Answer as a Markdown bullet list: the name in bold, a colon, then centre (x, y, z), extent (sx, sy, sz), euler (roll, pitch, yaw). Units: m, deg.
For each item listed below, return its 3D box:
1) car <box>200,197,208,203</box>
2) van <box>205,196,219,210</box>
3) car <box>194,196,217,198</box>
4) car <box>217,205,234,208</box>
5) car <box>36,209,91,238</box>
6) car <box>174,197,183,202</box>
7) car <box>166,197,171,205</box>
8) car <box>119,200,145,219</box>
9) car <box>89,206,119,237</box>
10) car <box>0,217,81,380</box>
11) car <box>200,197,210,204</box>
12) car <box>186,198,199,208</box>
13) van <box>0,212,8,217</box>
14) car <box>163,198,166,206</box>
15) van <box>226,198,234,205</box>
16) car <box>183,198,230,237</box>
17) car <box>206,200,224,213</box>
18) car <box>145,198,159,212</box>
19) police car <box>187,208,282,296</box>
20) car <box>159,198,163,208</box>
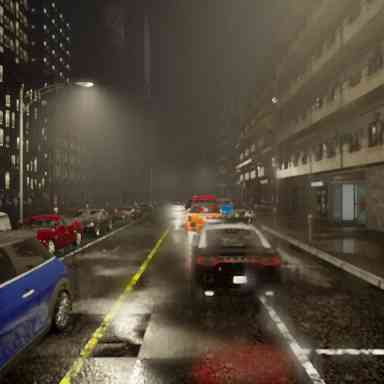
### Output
- **car**: centre (2.808, 1.868, 79.326), extent (1.752, 1.417, 4.829), euler (0, 0, 0)
- **van**: centre (2.757, 1.524, 46.020), extent (1.690, 1.788, 3.998), euler (0, 0, 0)
- **car**: centre (0.938, 1.316, 24.771), extent (2.150, 2.045, 5.566), euler (0, 0, 0)
- **car**: centre (2.716, 1.617, 18.406), extent (2.008, 1.369, 4.403), euler (0, 0, 0)
- **car**: centre (-5.673, 1.590, 12.896), extent (1.887, 1.381, 4.507), euler (0, 0, 0)
- **car**: centre (-2.869, 1.943, 86.177), extent (1.994, 1.385, 4.181), euler (0, 0, 0)
- **car**: centre (-5.598, 1.824, 62.602), extent (1.947, 1.339, 4.313), euler (0, 0, 0)
- **car**: centre (-5.649, 1.551, 29.466), extent (1.967, 1.590, 4.097), euler (0, 0, 0)
- **car**: centre (-5.665, 1.632, 18.419), extent (1.947, 1.339, 4.313), euler (0, 0, 0)
- **car**: centre (-3.094, 1.365, 3.730), extent (2.097, 1.767, 4.553), euler (0, 0, 0)
- **car**: centre (2.799, 1.879, 73.634), extent (1.947, 1.339, 4.313), euler (0, 0, 0)
- **car**: centre (0.084, 1.768, 54.329), extent (2.033, 1.411, 5.357), euler (0, 0, 0)
- **van**: centre (-5.682, 1.367, 7.374), extent (1.690, 1.788, 3.998), euler (0, 0, 0)
- **car**: centre (-5.615, 1.648, 51.557), extent (1.967, 1.590, 4.097), euler (0, 0, 0)
- **van**: centre (2.732, 1.452, 29.453), extent (1.690, 1.788, 3.998), euler (0, 0, 0)
- **car**: centre (0.685, 1.414, 18.705), extent (2.097, 1.767, 4.553), euler (0, 0, 0)
- **car**: centre (2.749, 1.703, 40.497), extent (1.887, 1.381, 4.507), euler (0, 0, 0)
- **car**: centre (-5.632, 1.709, 40.510), extent (2.008, 1.369, 4.403), euler (0, 0, 0)
- **police car**: centre (0.914, 1.457, 8.849), extent (1.930, 1.638, 5.238), euler (0, 0, 0)
- **car**: centre (-5.623, 1.734, 46.033), extent (2.008, 1.369, 4.403), euler (0, 0, 0)
